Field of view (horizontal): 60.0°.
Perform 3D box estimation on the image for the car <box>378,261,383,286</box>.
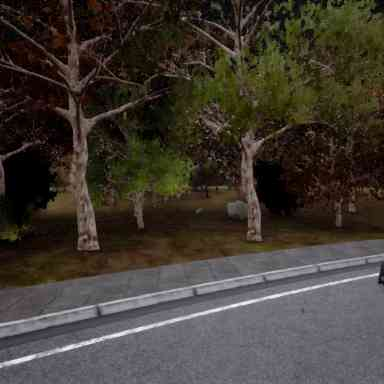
[{"bbox_3d":[6.110,1.505,7.317,4.181,1.385,1.994,0,1,-28],"label":"car"}]
